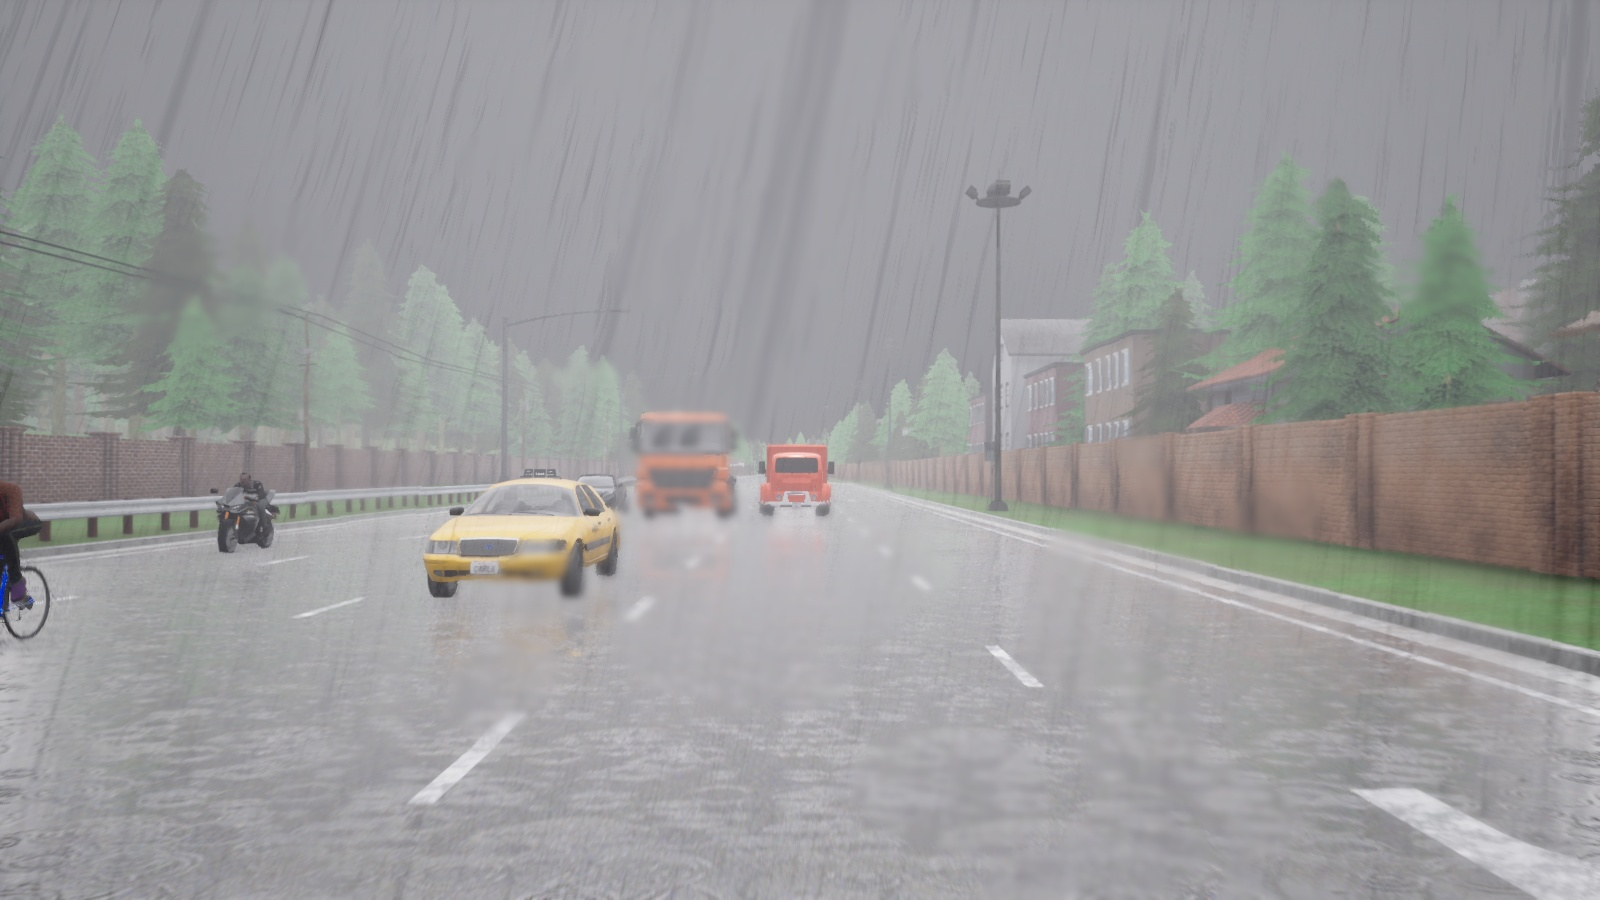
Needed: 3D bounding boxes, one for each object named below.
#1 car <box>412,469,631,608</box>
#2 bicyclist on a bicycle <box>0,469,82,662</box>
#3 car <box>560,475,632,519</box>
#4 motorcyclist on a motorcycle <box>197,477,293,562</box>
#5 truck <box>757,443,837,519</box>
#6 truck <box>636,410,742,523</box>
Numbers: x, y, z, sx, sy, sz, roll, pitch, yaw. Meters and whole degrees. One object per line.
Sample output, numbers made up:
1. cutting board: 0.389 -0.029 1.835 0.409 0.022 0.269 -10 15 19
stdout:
1. car: -3.543 1.053 17.028 1.801 1.575 5.366 0 -1 0
2. bicyclist on a bicycle: -7.028 0.979 10.958 0.582 1.620 1.656 0 -1 0
3. car: -7.109 1.608 44.178 1.812 1.442 4.674 0 -1 0
4. motorcyclist on a motorcycle: -10.560 1.293 23.987 0.866 1.530 2.191 0 -1 0
5. truck: -0.110 1.060 43.709 2.627 2.467 5.204 0 -1 0
6. truck: -3.610 0.560 42.580 2.891 3.462 7.936 0 -1 0
